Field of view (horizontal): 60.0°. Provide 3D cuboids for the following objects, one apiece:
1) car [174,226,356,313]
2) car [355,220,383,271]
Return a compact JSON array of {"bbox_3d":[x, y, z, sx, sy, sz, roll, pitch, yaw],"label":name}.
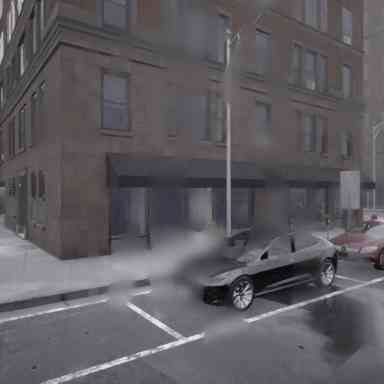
[{"bbox_3d":[1.629,1.566,7.695,4.313,1.339,1.947,0,0,-35],"label":"car"},{"bbox_3d":[6.108,1.582,10.889,4.206,1.307,1.802,0,0,-35],"label":"car"}]
